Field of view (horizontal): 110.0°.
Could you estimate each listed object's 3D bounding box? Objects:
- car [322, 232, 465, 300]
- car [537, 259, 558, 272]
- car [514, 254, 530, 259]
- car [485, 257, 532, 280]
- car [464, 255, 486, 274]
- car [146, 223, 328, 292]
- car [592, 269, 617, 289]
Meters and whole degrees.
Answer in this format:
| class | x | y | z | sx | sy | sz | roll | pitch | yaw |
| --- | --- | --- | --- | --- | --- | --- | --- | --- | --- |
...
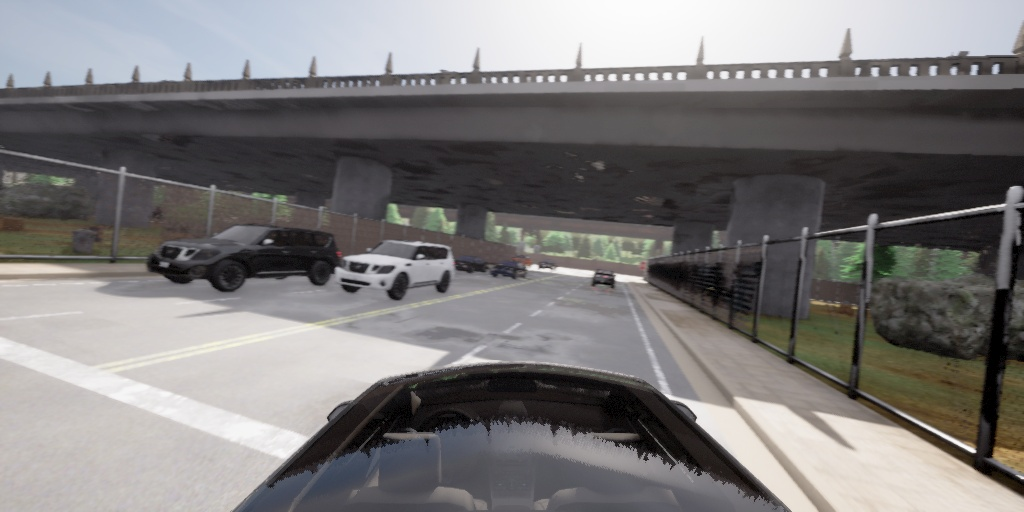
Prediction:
| class | x | y | z | sx | sy | sz | roll | pitch | yaw |
| --- | --- | --- | --- | --- | --- | --- | --- | --- | --- |
| car | -4.167 | 0.396 | 13.967 | 2.150 | 2.045 | 5.566 | 7 | 1 | 16 |
| car | 4.427 | 1.077 | 43.911 | 2.033 | 1.411 | 5.357 | 7 | 1 | 16 |
| car | 1.105 | 0.569 | 44.897 | 2.097 | 1.767 | 4.553 | 7 | 1 | 16 |
| car | -0.072 | 1.058 | 28.563 | 2.033 | 1.411 | 5.357 | 7 | 1 | 16 |
| car | -3.472 | 0.666 | 29.325 | 2.033 | 1.411 | 5.357 | 7 | 1 | 16 |
| car | -8.342 | -0.060 | 12.061 | 2.150 | 2.045 | 5.566 | 7 | 0 | 16 |
| car | 8.071 | 1.914 | 31.406 | 2.128 | 1.511 | 4.902 | 7 | 0 | 16 |
